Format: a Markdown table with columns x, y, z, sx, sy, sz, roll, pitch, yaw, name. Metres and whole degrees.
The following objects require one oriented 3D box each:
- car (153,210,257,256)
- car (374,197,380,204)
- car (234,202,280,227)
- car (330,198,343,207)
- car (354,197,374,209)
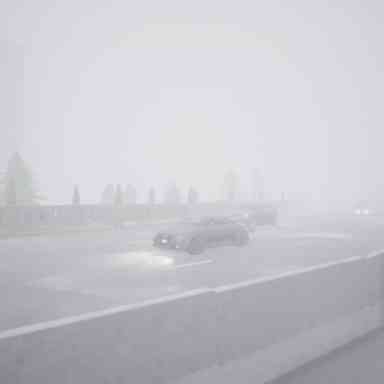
| x | y | z | sx | sy | sz | roll | pitch | yaw | name |
| --- | --- | --- | --- | --- | --- | --- | --- | --- | --- |
| 0.461 | 1.633 | 13.632 | 4.181 | 1.385 | 1.994 | 0 | 0 | -42 | car |
| 37.021 | 1.806 | 68.017 | 1.994 | 1.385 | 4.181 | -1 | 0 | 23 | car |
| 3.899 | 1.467 | 21.831 | 2.097 | 1.767 | 4.553 | -1 | -1 | 43 | car |
| 24.944 | 1.842 | 57.532 | 1.812 | 1.442 | 4.674 | -1 | 0 | 24 | car |
| 25.408 | 1.744 | 49.738 | 2.128 | 1.511 | 4.902 | -1 | 0 | 24 | car |
